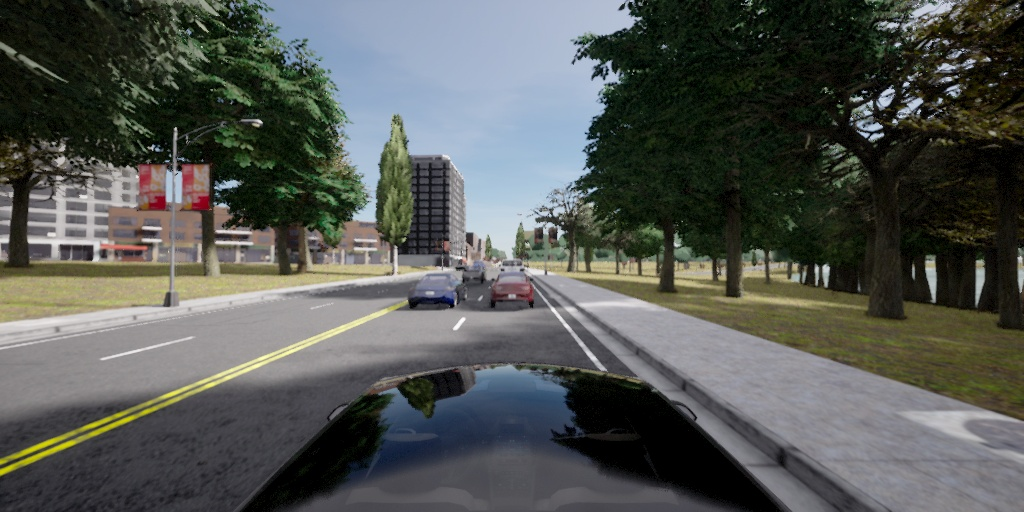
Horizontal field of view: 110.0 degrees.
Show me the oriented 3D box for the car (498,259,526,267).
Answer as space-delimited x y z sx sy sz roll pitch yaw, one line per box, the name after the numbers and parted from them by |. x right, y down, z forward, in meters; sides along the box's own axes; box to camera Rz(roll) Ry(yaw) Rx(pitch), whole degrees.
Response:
0.021 1.295 30.891 2.150 2.045 5.566 0 -1 0 | car

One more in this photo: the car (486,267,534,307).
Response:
0.016 1.424 16.245 1.812 1.442 4.674 0 0 0 | car

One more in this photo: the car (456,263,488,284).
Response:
-3.225 1.575 31.168 2.128 1.511 4.902 0 -1 0 | car

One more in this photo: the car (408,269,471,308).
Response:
-3.235 1.461 16.177 1.994 1.385 4.181 0 -1 0 | car
